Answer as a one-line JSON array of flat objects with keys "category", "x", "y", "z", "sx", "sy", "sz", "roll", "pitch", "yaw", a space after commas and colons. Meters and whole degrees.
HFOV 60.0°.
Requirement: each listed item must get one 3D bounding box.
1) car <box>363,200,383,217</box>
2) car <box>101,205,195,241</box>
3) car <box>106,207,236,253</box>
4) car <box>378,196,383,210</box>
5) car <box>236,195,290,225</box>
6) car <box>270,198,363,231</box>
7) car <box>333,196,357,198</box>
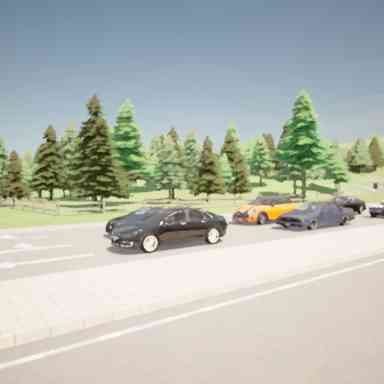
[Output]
[{"category": "car", "x": 14.968, "y": 1.182, "z": 24.457, "sx": 4.718, "sy": 1.301, "sz": 1.895, "roll": -1, "pitch": 1, "yaw": -35}, {"category": "car", "x": -2.126, "y": 1.440, "z": 16.584, "sx": 4.181, "sy": 1.385, "sz": 1.994, "roll": -1, "pitch": 1, "yaw": -35}, {"category": "car", "x": -0.778, "y": 1.394, "z": 13.260, "sx": 4.892, "sy": 1.490, "sz": 1.837, "roll": -1, "pitch": 1, "yaw": -36}, {"category": "car", "x": 20.341, "y": 1.039, "z": 32.487, "sx": 4.718, "sy": 1.301, "sz": 1.895, "roll": -1, "pitch": 1, "yaw": -35}, {"category": "car", "x": 4.795, "y": 1.092, "z": 21.524, "sx": 4.553, "sy": 1.767, "sz": 2.097, "roll": -1, "pitch": 1, "yaw": -35}, {"category": "car", "x": 7.152, "y": 1.282, "z": 18.911, "sx": 5.357, "sy": 1.411, "sz": 2.033, "roll": -1, "pitch": 1, "yaw": -36}, {"category": "car", "x": 12.038, "y": 1.091, "z": 26.660, "sx": 4.902, "sy": 1.511, "sz": 2.128, "roll": -1, "pitch": 1, "yaw": -35}]
